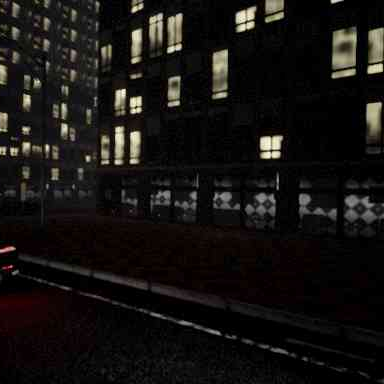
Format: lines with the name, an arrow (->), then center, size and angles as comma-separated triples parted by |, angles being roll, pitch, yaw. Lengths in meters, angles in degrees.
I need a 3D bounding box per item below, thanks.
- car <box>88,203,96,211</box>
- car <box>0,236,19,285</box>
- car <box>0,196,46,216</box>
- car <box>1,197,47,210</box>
car -> -10.389, 1.629, 40.931 | 1.752, 1.417, 4.829 | 1, 0, 36
car -> -6.106, 1.429, 8.039 | 4.902, 1.511, 2.128 | 1, 0, 35
car -> -17.190, 1.317, 31.723 | 2.192, 1.841, 5.009 | 1, 0, 36
car -> -20.683, 1.389, 41.100 | 1.752, 1.417, 4.829 | 1, 0, 36
